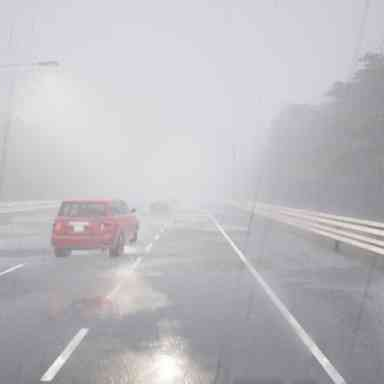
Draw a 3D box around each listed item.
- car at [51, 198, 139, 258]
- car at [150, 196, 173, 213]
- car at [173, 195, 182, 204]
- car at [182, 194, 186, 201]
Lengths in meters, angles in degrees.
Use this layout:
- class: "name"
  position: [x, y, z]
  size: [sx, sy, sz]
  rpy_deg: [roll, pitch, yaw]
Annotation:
- class: "car"
  position: [-3.500, 1.226, 12.970]
  size: [2.150, 2.045, 5.566]
  rpy_deg: [0, 0, 0]
- class: "car"
  position: [-3.489, 1.492, 37.204]
  size: [1.882, 1.535, 5.008]
  rpy_deg: [0, 0, 0]
- class: "car"
  position: [-3.476, 1.563, 64.329]
  size: [1.812, 1.442, 4.674]
  rpy_deg: [0, 0, 0]
- class: "car"
  position: [-3.404, 1.672, 90.465]
  size: [1.895, 1.301, 4.718]
  rpy_deg: [0, 0, 0]
